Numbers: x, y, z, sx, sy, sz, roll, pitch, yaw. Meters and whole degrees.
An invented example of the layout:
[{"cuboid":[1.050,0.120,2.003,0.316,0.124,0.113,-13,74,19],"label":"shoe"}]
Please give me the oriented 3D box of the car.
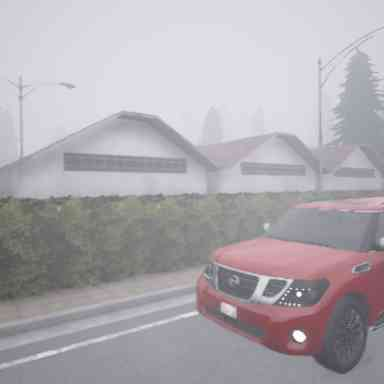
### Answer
[{"cuboid":[2.733,1.144,5.906,5.566,2.045,2.150,-1,0,-35],"label":"car"}]
